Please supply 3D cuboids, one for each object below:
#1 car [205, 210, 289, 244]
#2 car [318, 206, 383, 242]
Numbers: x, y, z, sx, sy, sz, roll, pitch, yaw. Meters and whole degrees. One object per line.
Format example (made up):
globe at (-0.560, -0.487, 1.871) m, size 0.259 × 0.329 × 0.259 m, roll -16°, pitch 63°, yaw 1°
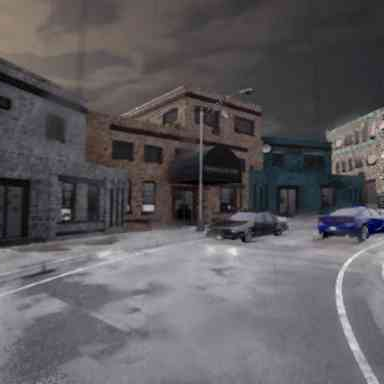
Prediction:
car at (2.970, 1.643, 16.790) m, size 2.033 × 1.411 × 5.357 m, roll -2°, pitch -1°, yaw 42°
car at (8.145, 1.449, 16.407) m, size 5.008 × 1.535 × 1.882 m, roll -1°, pitch -2°, yaw -41°
